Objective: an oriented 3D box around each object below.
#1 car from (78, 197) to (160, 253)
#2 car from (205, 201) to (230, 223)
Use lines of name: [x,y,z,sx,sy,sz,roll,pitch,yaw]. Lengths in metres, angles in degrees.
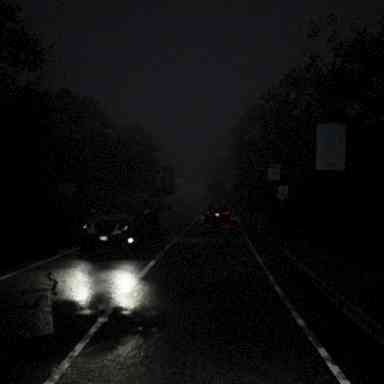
car: [-2.810,1.245,14.178,2.150,2.045,5.566,0,0,5]
car: [2.054,1.664,26.660,1.994,1.385,4.181,1,0,5]
